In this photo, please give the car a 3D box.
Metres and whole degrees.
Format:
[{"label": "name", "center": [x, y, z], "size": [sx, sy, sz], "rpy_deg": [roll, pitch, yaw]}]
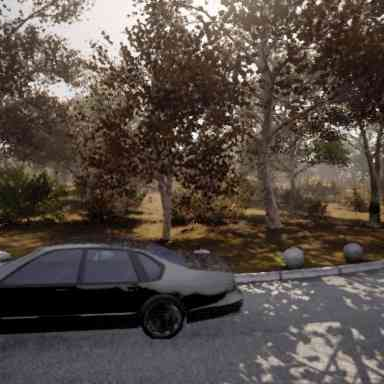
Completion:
[{"label": "car", "center": [-1.865, 1.507, 5.657], "size": [5.357, 1.411, 2.033], "rpy_deg": [0, 0, -7]}]
